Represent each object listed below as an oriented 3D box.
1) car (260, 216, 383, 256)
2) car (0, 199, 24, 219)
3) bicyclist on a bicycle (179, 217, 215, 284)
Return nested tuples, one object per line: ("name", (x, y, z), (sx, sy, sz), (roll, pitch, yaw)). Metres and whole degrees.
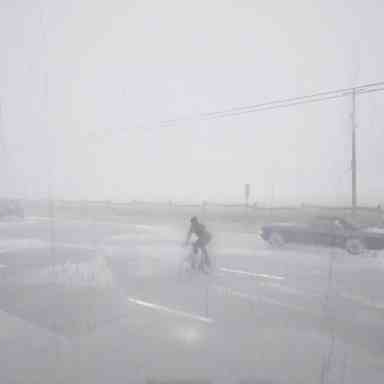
("car", (5.147, 1.601, 13.174), (4.718, 1.301, 1.895), (0, 0, 36))
("car", (-16.422, 1.351, 28.553), (4.553, 1.767, 2.097), (0, 0, 36))
("bicyclist on a bicycle", (0.166, 1.454, 8.589), (0.582, 1.620, 1.656), (0, 2, 35))
